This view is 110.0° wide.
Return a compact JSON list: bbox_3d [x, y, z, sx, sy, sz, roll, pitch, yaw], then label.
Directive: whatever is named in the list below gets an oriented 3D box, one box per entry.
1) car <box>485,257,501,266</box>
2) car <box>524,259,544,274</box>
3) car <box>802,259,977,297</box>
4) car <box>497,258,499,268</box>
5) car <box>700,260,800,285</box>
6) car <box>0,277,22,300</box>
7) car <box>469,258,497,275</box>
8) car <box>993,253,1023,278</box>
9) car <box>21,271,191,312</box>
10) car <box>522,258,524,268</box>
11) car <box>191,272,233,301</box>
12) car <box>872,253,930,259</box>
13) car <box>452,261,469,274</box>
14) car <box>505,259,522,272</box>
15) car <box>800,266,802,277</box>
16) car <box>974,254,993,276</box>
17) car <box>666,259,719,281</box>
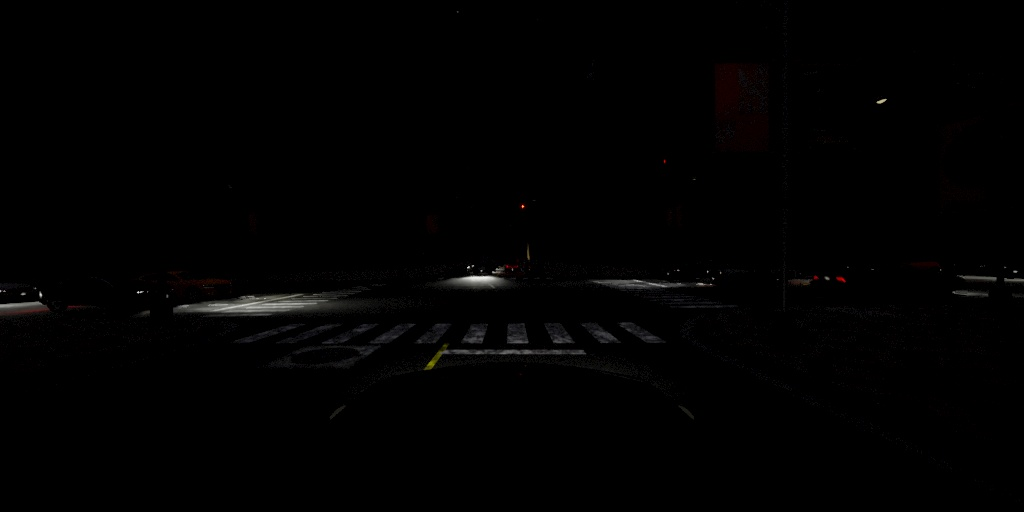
[{"bbox_3d":[-3.224,1.305,58.964,1.812,1.442,4.674,0,0,0],"label":"car"},{"bbox_3d":[2.718,1.317,41.240,2.007,1.370,4.403,0,0,0],"label":"car"},{"bbox_3d":[16.418,0.993,15.828,5.357,1.411,2.033,-1,0,0],"label":"car"},{"bbox_3d":[-3.183,1.319,49.027,2.033,1.411,5.357,0,0,0],"label":"car"},{"bbox_3d":[14.834,1.065,22.531,4.718,1.301,1.895,-1,0,0],"label":"car"},{"bbox_3d":[-28.224,1.779,18.994,4.674,1.442,1.812,-1,0,0],"label":"car"},{"bbox_3d":[-3.131,1.257,39.168,2.128,1.511,4.902,0,0,0],"label":"car"},{"bbox_3d":[33.972,0.658,22.554,4.674,1.442,1.812,-1,0,0],"label":"car"},{"bbox_3d":[-17.632,1.551,15.774,4.902,1.511,2.128,-1,0,2],"label":"car"},{"bbox_3d":[2.661,1.319,52.129,1.888,1.381,4.507,0,0,0],"label":"car"},{"bbox_3d":[-17.655,1.533,19.018,5.008,1.535,1.882,-1,0,2],"label":"car"},{"bbox_3d":[23.794,0.659,22.546,4.553,1.767,2.097,-1,0,0],"label":"car"},{"bbox_3d":[-5.807,1.317,41.199,2.007,1.370,4.403,0,0,0],"label":"car"},{"bbox_3d":[0.025,1.371,47.410,1.895,1.301,4.718,0,0,0],"label":"car"},{"bbox_3d":[22.946,0.918,25.796,4.718,1.301,1.895,-1,0,0],"label":"car"},{"bbox_3d":[34.935,0.589,25.809,5.008,1.535,1.882,-1,0,0],"label":"car"},{"bbox_3d":[13.691,0.972,25.788,4.902,1.511,2.128,-1,0,0],"label":"car"}]
